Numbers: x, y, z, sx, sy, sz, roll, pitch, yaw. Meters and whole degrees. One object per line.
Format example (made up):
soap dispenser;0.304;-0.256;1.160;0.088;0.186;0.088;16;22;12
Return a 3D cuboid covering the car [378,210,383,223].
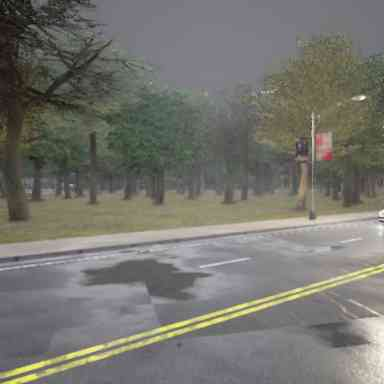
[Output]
car;14.117;1.304;21.862;4.674;1.442;1.812;-1;0;-36
